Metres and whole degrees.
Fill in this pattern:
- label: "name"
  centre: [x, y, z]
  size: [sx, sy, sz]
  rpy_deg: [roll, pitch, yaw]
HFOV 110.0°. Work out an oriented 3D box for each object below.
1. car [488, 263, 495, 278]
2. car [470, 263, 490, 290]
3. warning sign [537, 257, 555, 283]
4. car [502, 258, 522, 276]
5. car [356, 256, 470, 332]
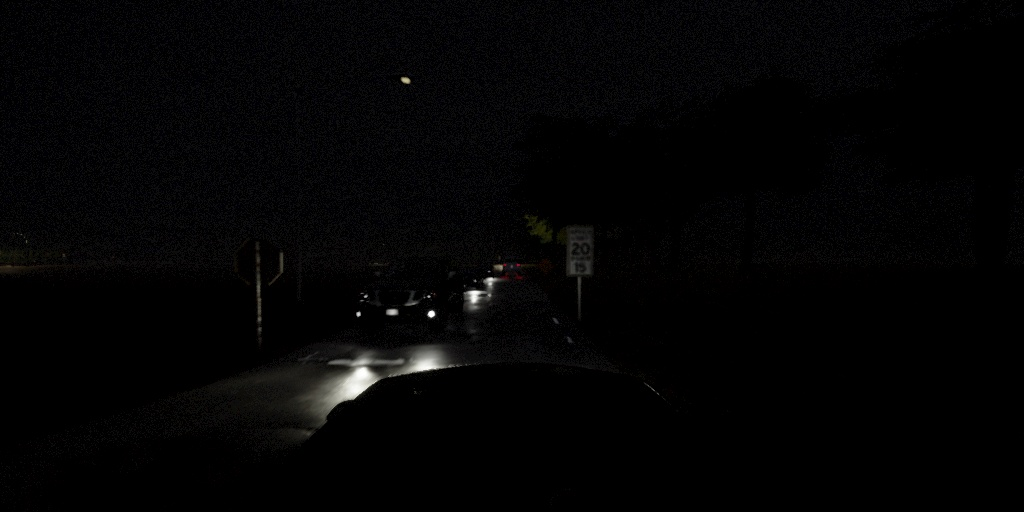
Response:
- label: "car"
  centre: [-2.847, 1.469, 37.777]
  size: [1.837, 1.490, 4.892]
  rpy_deg: [0, 0, 0]
- label: "car"
  centre: [-2.862, 1.412, 24.115]
  size: [2.033, 1.411, 5.357]
  rpy_deg: [0, 0, 0]
- label: "warning sign"
  centre: [2.435, 0.983, 26.354]
  size: [1.300, 1.860, 1.060]
  rpy_deg: [0, 0, 0]
- label: "car"
  centre: [-0.026, 1.221, 42.222]
  size: [2.150, 2.045, 5.566]
  rpy_deg: [0, -1, 0]
- label: "car"
  centre: [-2.870, 1.018, 11.450]
  size: [2.150, 2.045, 5.566]
  rpy_deg: [0, 0, 1]
